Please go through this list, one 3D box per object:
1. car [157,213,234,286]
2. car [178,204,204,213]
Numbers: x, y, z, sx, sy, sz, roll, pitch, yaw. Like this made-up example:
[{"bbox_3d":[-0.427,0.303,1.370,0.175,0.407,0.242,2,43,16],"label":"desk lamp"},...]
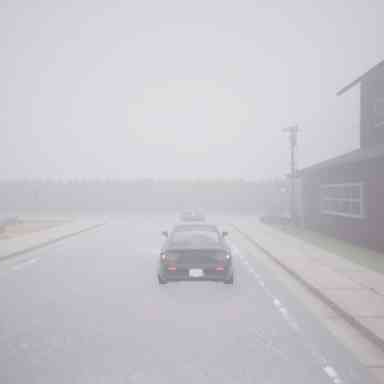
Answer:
[{"bbox_3d":[0.090,1.558,9.406,1.812,1.442,4.674,0,0,0],"label":"car"},{"bbox_3d":[-0.088,1.638,25.623,2.033,1.411,5.357,0,0,-4],"label":"car"}]
